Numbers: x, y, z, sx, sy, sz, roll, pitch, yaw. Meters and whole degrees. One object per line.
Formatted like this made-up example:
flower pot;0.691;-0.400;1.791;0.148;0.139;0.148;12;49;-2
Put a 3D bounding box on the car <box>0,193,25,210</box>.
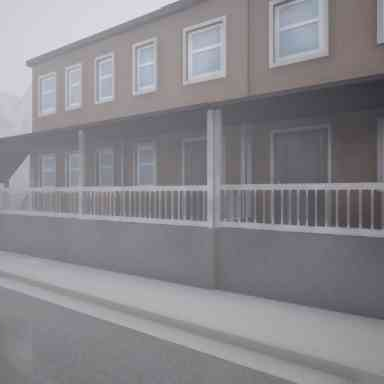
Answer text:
car;-14.933;0.954;27.553;1.812;1.442;4.674;0;15;34
